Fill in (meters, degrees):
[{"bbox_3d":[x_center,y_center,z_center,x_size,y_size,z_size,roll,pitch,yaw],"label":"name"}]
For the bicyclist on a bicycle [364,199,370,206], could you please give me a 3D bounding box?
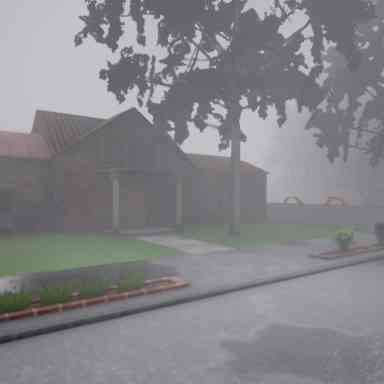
[{"bbox_3d":[24.625,1.795,46.651,1.656,1.620,0.582,0,0,-35],"label":"bicyclist on a bicycle"}]
